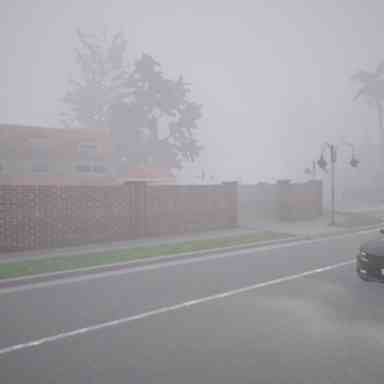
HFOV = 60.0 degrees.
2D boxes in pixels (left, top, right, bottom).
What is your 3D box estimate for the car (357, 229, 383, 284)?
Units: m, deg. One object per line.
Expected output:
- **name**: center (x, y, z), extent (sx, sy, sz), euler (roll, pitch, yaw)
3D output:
- **car**: center (6.045, 1.344, 8.225), extent (5.008, 1.535, 1.882), euler (-1, 0, -35)
